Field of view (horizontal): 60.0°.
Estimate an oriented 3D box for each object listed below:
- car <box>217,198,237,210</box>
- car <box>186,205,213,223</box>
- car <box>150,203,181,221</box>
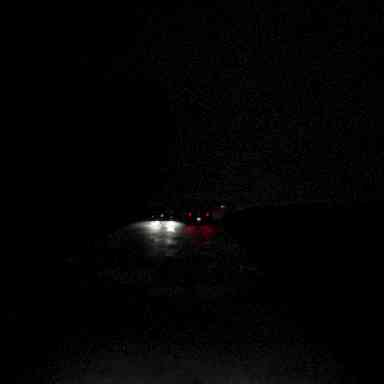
[{"bbox_3d":[4.494,1.506,42.391,1.837,1.490,4.892,0,0,20],"label":"car"},{"bbox_3d":[0.670,1.627,25.790,1.895,1.301,4.718,0,0,5],"label":"car"},{"bbox_3d":[-2.058,1.589,27.163,1.994,1.385,4.181,0,0,6],"label":"car"}]
